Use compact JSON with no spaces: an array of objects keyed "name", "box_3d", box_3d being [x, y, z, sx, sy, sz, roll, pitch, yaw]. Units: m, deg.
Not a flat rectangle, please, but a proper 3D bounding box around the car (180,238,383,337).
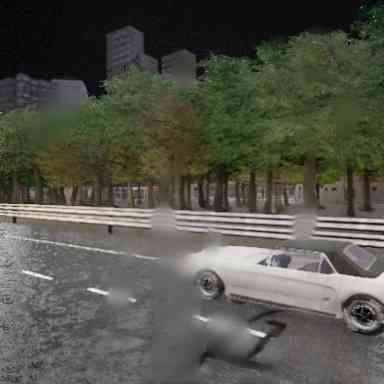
[{"name":"car","box_3d":[2.086,1.602,6.682,4.718,1.301,1.895,0,0,36]}]
